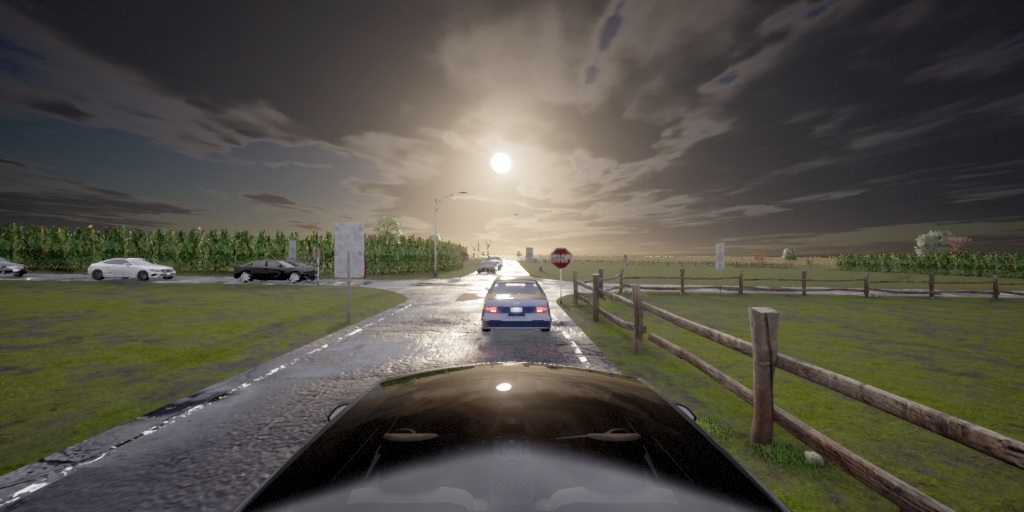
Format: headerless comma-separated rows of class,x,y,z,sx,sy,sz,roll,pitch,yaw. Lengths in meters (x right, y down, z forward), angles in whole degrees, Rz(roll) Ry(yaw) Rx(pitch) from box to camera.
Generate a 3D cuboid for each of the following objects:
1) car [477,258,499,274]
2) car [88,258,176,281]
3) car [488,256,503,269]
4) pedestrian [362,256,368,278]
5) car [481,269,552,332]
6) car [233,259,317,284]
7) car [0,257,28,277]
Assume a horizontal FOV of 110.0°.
car,-2.850,1.258,40.885,1.837,1.490,4.892,0,1,0
car,-24.914,0.848,23.556,4.674,1.442,1.812,1,-1,0
car,-2.823,0.981,54.768,2.150,2.045,5.566,0,0,1
pedestrian,-12.163,0.890,29.567,0.375,1.860,0.375,0,-2,0
car,0.101,1.299,10.845,2.033,1.411,5.357,0,0,0
car,-15.419,0.969,23.622,5.008,1.535,1.882,1,0,-1
car,-34.987,0.637,23.536,4.902,1.511,2.128,1,-1,0
